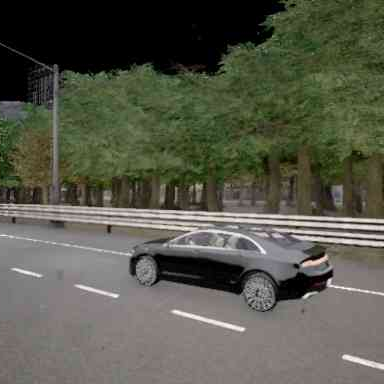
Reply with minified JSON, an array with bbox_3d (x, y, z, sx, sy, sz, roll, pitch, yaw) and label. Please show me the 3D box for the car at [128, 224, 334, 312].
[{"bbox_3d":[0.626,1.501,7.718,4.902,1.511,2.128,0,0,35],"label":"car"}]
